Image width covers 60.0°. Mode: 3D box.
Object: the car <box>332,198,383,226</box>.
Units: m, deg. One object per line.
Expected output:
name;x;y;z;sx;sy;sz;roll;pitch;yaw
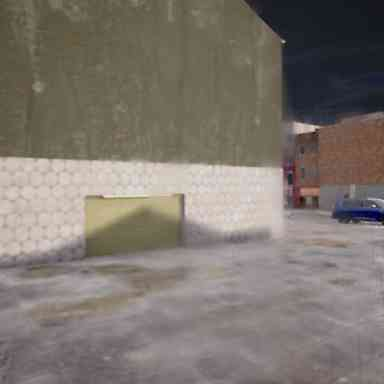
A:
car;13.381;1.469;24.996;2.150;2.045;5.566;-1;0;-35

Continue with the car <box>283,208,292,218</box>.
car;7.679;1.850;33.029;1.812;1.442;4.674;-1;0;-36
